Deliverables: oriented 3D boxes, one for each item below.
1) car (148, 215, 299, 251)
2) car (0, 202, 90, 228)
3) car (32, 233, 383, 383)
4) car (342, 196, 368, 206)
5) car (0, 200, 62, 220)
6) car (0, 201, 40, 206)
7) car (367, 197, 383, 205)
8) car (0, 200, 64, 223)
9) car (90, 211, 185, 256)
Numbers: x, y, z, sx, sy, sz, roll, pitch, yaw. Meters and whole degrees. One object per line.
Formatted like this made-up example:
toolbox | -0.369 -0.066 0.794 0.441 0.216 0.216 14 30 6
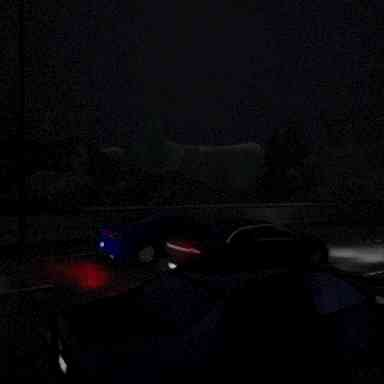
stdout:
car | 1.592 1.472 8.832 4.902 1.511 2.128 0 0 -33
car | -7.999 1.501 19.574 5.357 1.411 2.033 0 0 -33
car | 0.954 1.538 4.302 5.357 1.411 2.033 0 0 -34
car | 23.192 1.411 46.358 4.892 1.490 1.837 -1 0 -19
car | -14.082 1.479 28.132 5.357 1.411 2.033 0 0 -33
car | -11.795 1.439 21.198 4.902 1.511 2.128 0 0 -34
car | 25.690 1.481 43.510 4.181 1.385 1.994 0 0 -18
car | -12.464 1.417 24.958 5.008 1.535 1.882 0 0 -33
car | -0.678 1.452 11.540 5.008 1.535 1.882 0 0 -33
